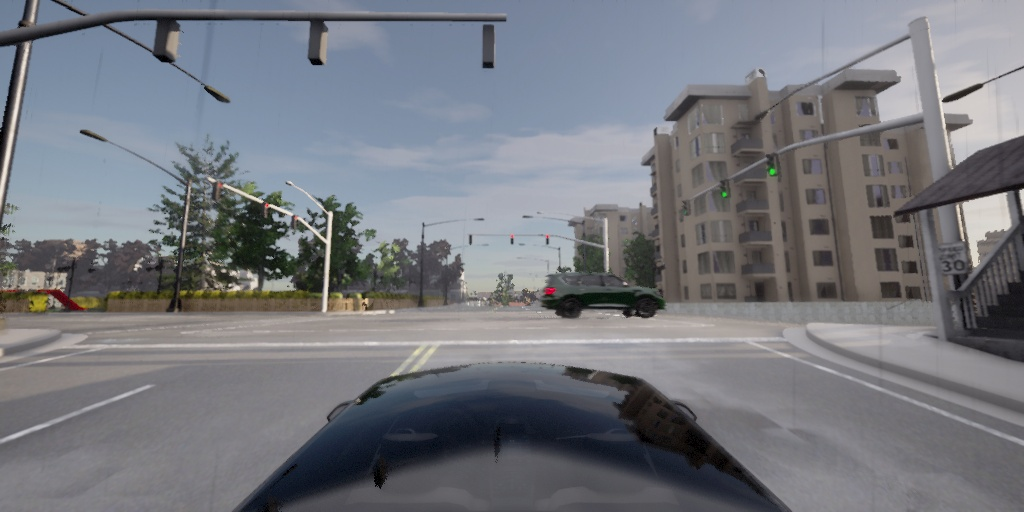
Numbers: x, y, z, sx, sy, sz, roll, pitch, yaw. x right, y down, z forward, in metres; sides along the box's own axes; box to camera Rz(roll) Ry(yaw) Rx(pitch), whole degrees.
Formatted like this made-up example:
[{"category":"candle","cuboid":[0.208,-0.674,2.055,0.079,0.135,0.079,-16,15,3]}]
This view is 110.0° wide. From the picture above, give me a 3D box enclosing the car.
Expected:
[{"category":"car","cuboid":[4.109,1.841,16.747,5.566,2.045,2.150,0,-8,-1]}]
